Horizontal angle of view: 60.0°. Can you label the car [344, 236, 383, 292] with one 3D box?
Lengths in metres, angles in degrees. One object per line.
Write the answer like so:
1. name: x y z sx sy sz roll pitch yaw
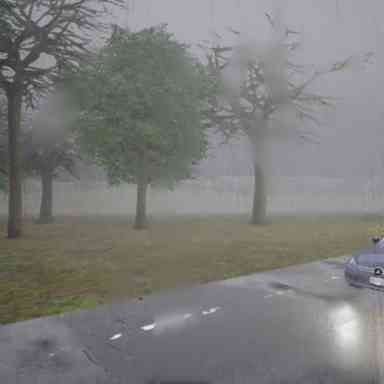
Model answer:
1. car: 5.594 1.523 7.987 4.674 1.442 1.812 0 0 -36
